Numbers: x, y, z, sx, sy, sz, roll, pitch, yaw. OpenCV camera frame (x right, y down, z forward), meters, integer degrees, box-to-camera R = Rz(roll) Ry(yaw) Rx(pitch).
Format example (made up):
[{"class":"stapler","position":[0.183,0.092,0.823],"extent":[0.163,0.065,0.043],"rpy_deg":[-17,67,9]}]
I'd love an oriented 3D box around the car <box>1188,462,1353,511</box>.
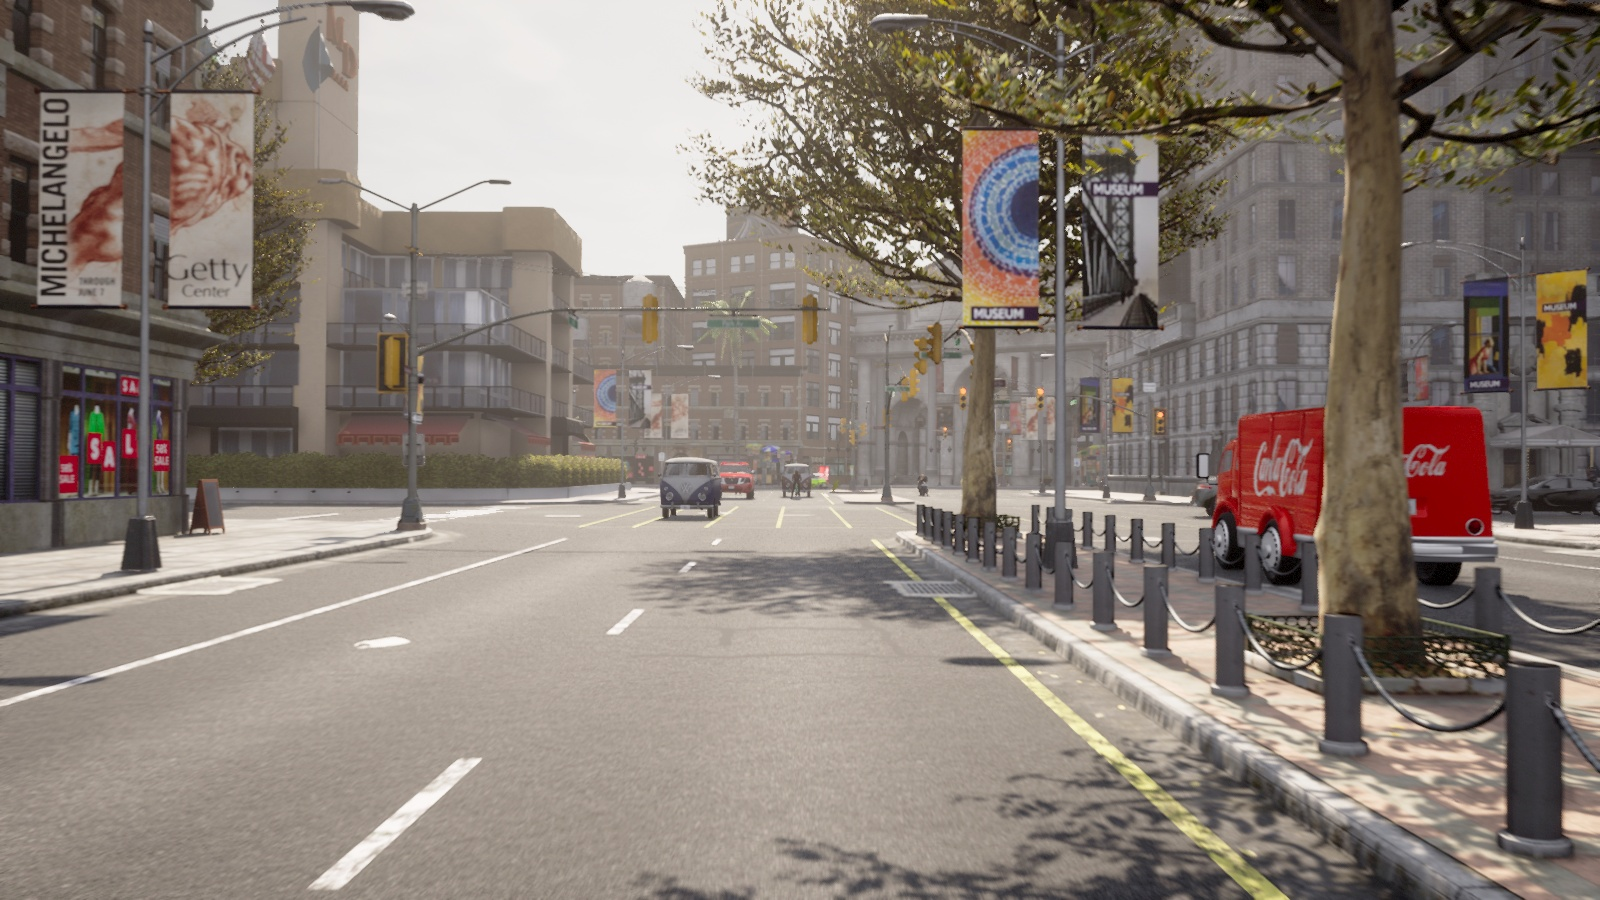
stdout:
[{"class":"car","position":[16.166,1.255,43.398],"extent":[5.027,1.651,2.152],"rpy_deg":[0,-1,11]}]

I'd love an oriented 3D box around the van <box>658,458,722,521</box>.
[{"class":"van","position":[-3.603,1.281,41.793],"extent":[1.775,1.987,4.442],"rpy_deg":[0,-1,0]}]

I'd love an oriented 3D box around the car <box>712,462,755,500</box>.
[{"class":"car","position":[-3.672,1.725,70.275],"extent":[2.150,2.045,5.566],"rpy_deg":[0,-1,0]}]

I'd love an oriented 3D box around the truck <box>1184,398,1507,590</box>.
[{"class":"truck","position":[7.847,0.612,18.844],"extent":[2.627,2.467,5.204],"rpy_deg":[0,-1,1]}]

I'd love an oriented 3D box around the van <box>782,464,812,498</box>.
[{"class":"van","position":[-0.185,1.833,75.577],"extent":[1.775,1.987,4.442],"rpy_deg":[0,-1,0]}]

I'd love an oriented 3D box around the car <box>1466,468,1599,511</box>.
[{"class":"car","position":[27.820,1.465,46.809],"extent":[5.008,1.535,1.882],"rpy_deg":[0,-1,0]}]
